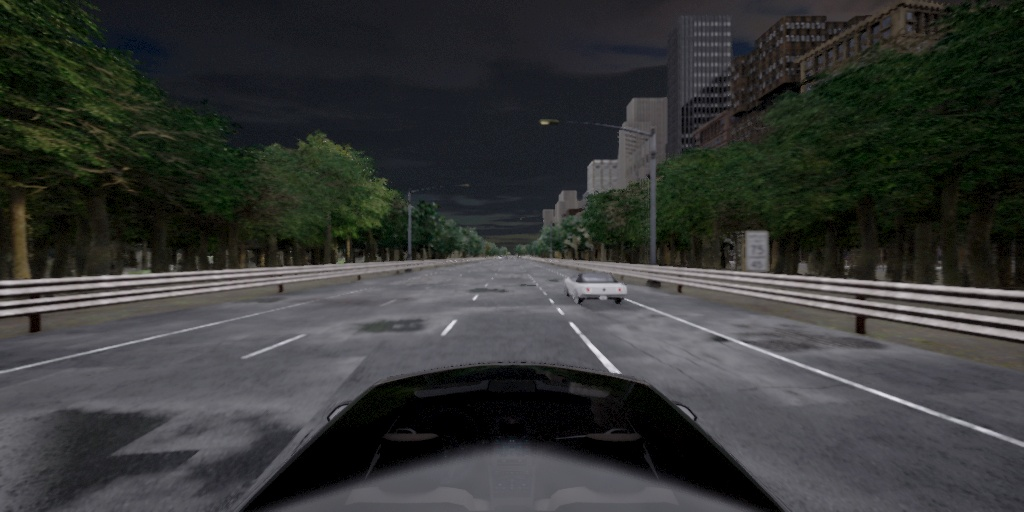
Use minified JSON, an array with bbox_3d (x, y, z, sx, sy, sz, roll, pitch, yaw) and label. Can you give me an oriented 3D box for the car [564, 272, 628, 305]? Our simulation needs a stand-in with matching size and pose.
[{"bbox_3d":[3.545,1.348,16.134,1.895,1.301,4.718,0,0,0],"label":"car"}]
